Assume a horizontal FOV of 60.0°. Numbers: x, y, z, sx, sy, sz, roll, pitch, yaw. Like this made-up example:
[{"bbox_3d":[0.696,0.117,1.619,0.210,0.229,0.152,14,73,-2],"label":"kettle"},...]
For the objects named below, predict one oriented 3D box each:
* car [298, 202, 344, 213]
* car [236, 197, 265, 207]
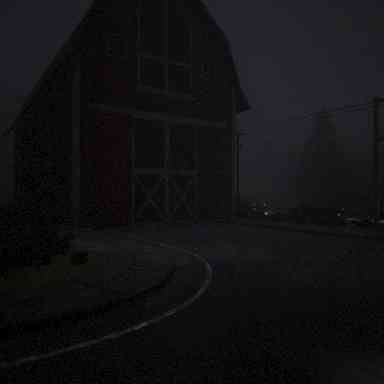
[{"bbox_3d":[11.296,1.627,30.221,1.895,1.301,4.718,0,0,-34],"label":"car"},{"bbox_3d":[6.191,1.379,37.662,2.097,1.767,4.553,0,0,-34],"label":"car"}]
